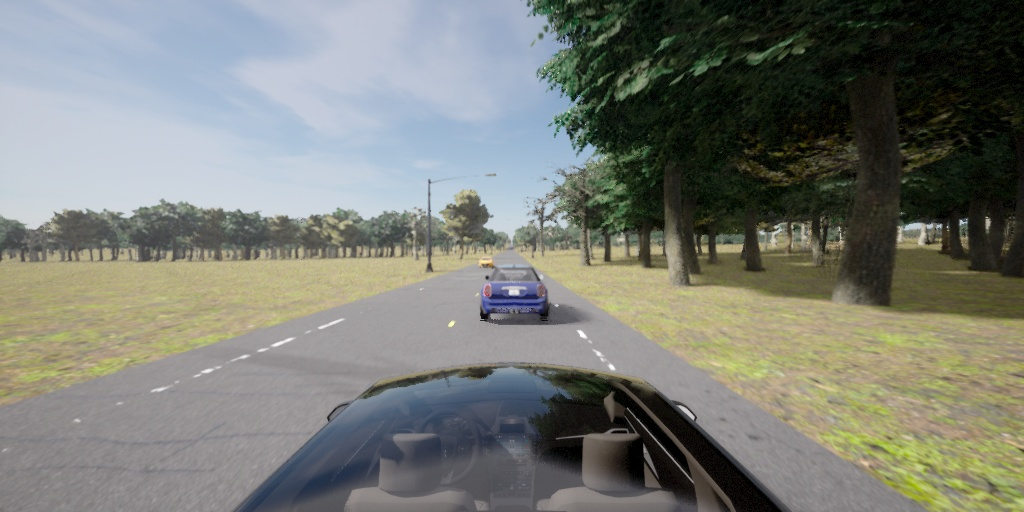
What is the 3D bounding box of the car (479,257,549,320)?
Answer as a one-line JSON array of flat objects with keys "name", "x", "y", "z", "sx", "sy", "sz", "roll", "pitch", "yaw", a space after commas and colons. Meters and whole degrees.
[{"name": "car", "x": 0.079, "y": 1.058, "z": 12.545, "sx": 2.097, "sy": 1.767, "sz": 4.553, "roll": 0, "pitch": 0, "yaw": 0}]
